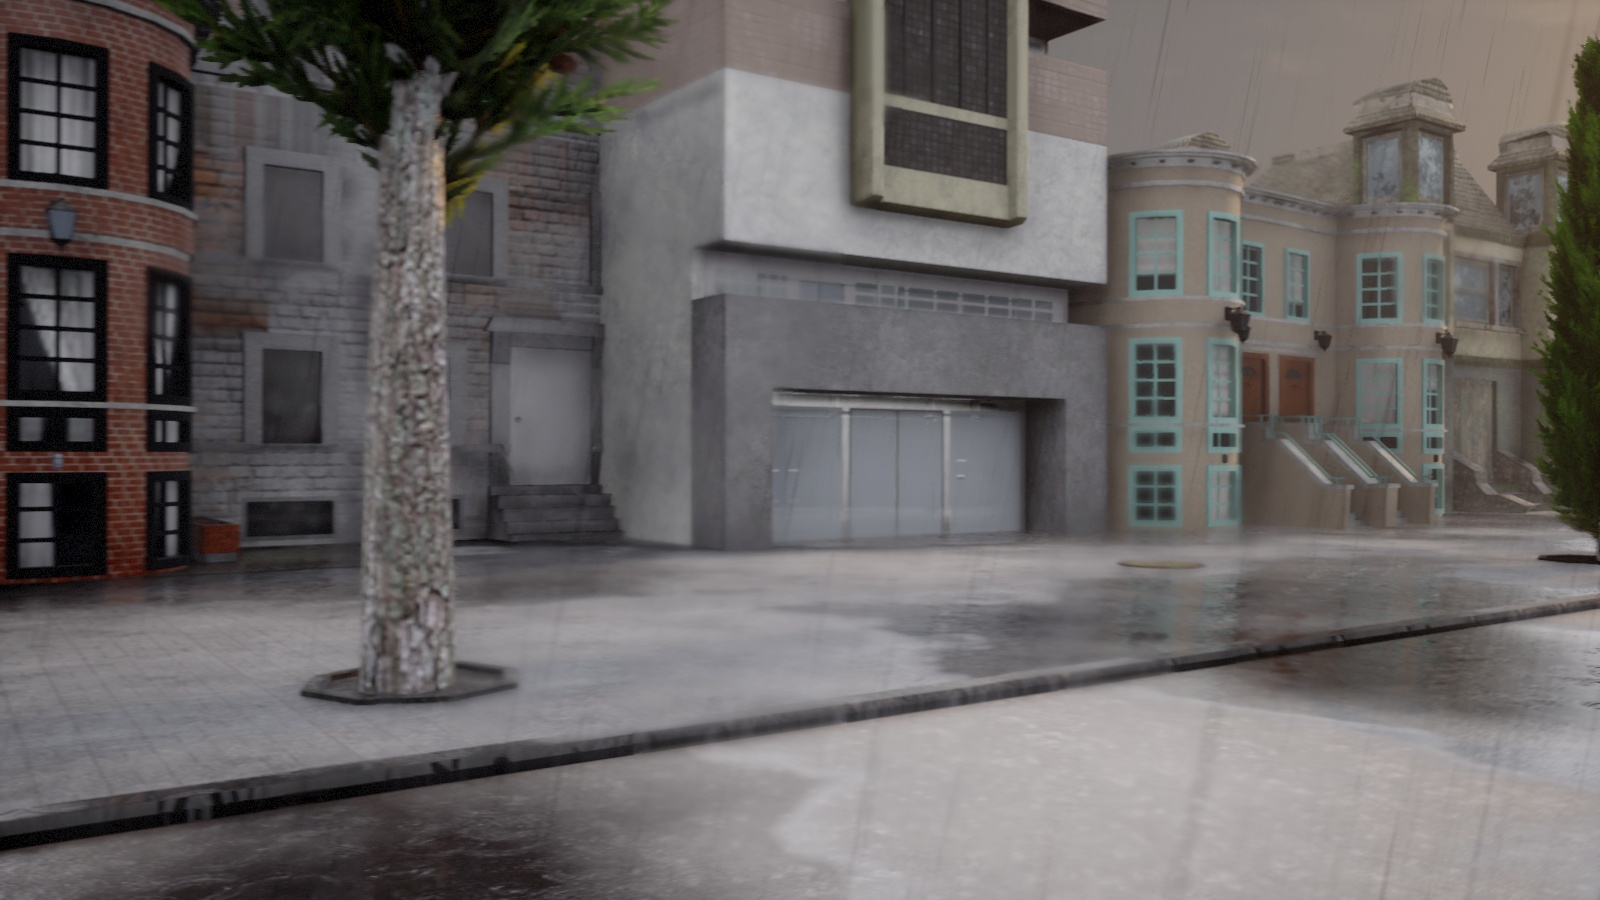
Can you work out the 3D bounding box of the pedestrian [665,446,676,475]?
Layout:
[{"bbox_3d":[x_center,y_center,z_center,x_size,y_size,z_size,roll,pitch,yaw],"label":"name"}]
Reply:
[{"bbox_3d":[-8.149,0.662,78.847,0.354,1.836,0.706,0,0,-37],"label":"pedestrian"}]
